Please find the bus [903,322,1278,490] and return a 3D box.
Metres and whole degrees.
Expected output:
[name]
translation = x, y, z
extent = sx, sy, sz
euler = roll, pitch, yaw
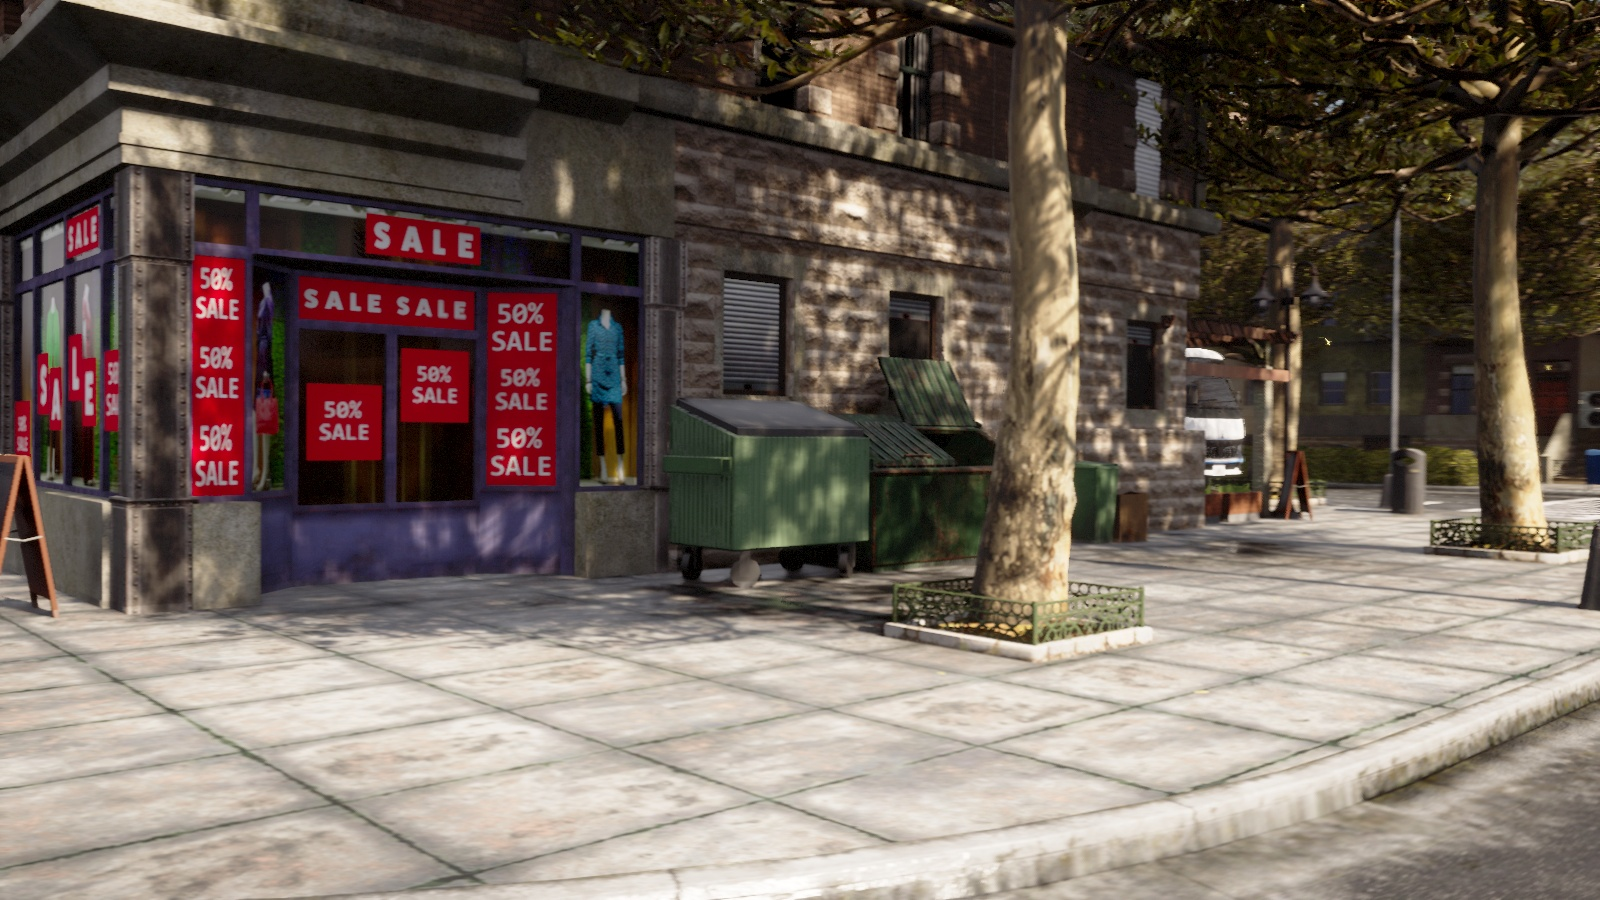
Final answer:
[bus]
translation = 8.177, -1.169, 36.914
extent = 3.944, 4.253, 10.273
euler = -1, 1, -43
